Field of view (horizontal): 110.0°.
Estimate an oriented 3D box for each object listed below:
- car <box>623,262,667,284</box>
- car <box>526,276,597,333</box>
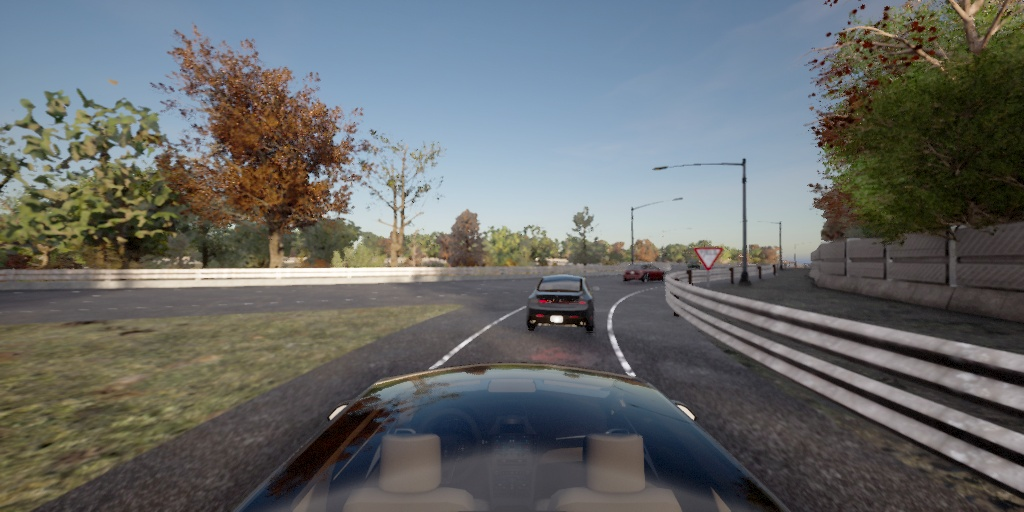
[{"bbox_3d":[12.077,1.483,32.323,4.553,1.767,2.097,1,-1,-38],"label":"car"},{"bbox_3d":[1.667,1.370,11.369,1.837,1.490,4.892,0,-1,13],"label":"car"}]
